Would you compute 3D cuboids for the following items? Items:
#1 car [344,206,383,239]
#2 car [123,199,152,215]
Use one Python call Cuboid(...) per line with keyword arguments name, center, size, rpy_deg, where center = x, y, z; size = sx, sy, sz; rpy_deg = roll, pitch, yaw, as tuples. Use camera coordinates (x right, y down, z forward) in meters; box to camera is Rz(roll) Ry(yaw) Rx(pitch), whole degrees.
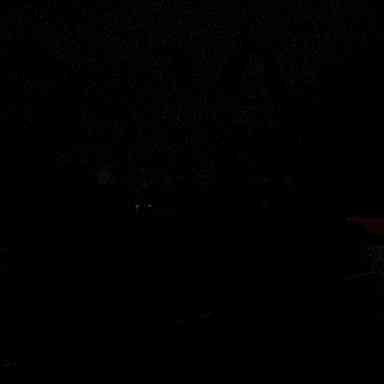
Cuboid(name="car", center=(10.162, 1.568, 16.489), size=(2.097, 1.767, 4.553), rpy_deg=(1, -1, -39))
Cuboid(name="car", center=(-6.287, 1.546, 36.986), size=(2.097, 1.767, 4.553), rpy_deg=(1, -1, -39))
